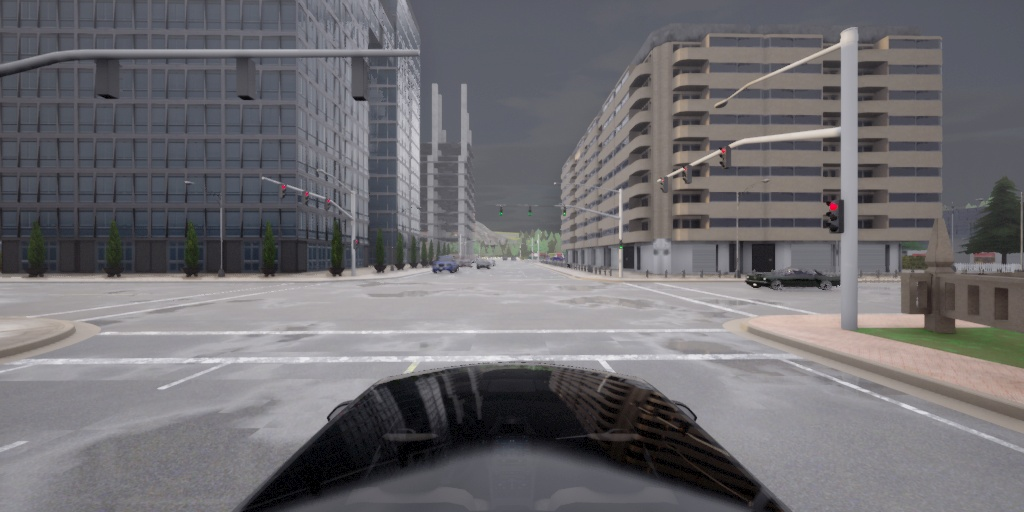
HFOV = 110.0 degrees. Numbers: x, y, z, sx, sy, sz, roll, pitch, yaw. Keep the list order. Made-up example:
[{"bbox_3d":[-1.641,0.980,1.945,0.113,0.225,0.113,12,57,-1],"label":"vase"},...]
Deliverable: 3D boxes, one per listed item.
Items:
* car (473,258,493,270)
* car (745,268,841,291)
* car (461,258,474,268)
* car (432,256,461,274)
[{"bbox_3d":[-4.081,1.256,51.578,1.837,1.490,4.892,0,-1,-1],"label":"car"},{"bbox_3d":[16.814,1.406,21.592,4.718,1.301,1.895,0,0,-1],"label":"car"},{"bbox_3d":[-7.749,1.312,58.979,1.994,1.385,4.181,0,0,0],"label":"car"},{"bbox_3d":[-7.559,0.970,40.913,2.150,2.045,5.566,0,0,0],"label":"car"}]
